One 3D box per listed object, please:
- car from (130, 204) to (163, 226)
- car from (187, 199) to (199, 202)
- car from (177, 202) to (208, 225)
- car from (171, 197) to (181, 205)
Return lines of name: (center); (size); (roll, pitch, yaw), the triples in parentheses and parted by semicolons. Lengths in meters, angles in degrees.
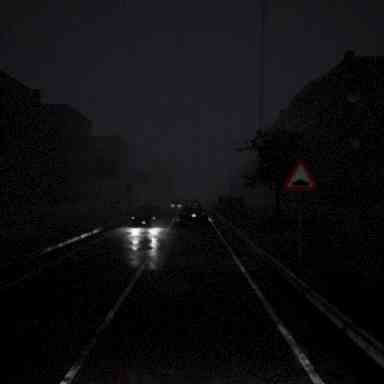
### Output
car: (-3.094, 1.604, 23.956); (2.033, 1.411, 5.357); (0, 0, 0)
car: (0.110, 1.589, 41.589); (1.837, 1.490, 4.892); (0, -1, 0)
car: (0.111, 1.595, 24.102); (1.994, 1.385, 4.181); (0, -1, 0)
car: (-2.996, 1.716, 63.854); (2.033, 1.411, 5.357); (0, 0, 0)
